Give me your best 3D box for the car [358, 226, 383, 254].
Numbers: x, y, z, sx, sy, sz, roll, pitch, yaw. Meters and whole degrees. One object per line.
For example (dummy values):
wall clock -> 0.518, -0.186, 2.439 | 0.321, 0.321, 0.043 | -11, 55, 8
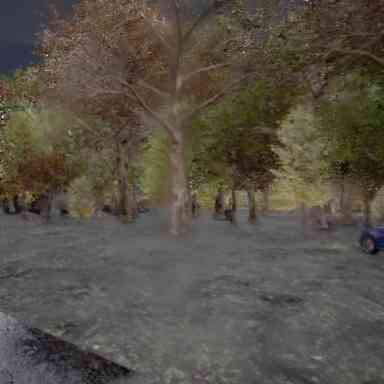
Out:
car -> 7.553, 1.492, 10.611 | 1.812, 1.442, 4.674 | 0, 0, -16
